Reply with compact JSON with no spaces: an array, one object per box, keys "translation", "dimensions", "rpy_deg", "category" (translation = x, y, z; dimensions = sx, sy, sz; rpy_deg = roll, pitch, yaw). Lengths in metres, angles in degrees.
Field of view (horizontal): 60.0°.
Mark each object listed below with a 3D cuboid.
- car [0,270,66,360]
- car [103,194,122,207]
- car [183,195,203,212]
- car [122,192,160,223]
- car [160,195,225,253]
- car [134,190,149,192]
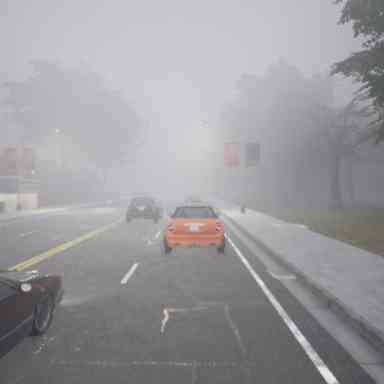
[{"translation":[-3.151,1.504,3.435],"dimensions":[2.033,1.411,5.357],"rpy_deg":[0,1,0],"category":"car"},{"translation":[-9.798,1.030,41.807],"dimensions":[2.128,1.511,4.902],"rpy_deg":[0,0,0],"category":"car"},{"translation":[0.063,1.118,33.389],"dimensions":[1.837,1.490,4.892],"rpy_deg":[0,1,0],"category":"car"},{"translation":[-3.173,1.076,23.012],"dimensions":[2.097,1.767,4.553],"rpy_deg":[0,1,0],"category":"car"},{"translation":[0.082,1.188,13.057],"dimensions":[2.097,1.767,4.553],"rpy_deg":[0,1,0],"category":"car"},{"translation":[-6.545,0.811,42.231],"dimensions":[2.150,2.045,5.566],"rpy_deg":[0,1,0],"category":"car"}]
